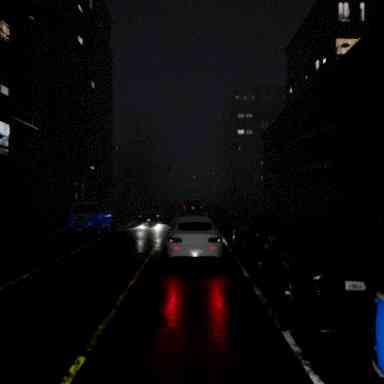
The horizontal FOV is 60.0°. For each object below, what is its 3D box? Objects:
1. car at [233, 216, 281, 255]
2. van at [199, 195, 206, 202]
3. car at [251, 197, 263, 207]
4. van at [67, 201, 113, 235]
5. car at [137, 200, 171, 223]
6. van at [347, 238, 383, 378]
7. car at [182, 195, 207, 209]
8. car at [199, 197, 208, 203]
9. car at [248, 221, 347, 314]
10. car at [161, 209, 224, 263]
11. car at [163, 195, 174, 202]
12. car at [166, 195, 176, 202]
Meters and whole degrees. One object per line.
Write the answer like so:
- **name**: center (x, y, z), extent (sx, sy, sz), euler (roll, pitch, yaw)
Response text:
- **car**: center (2.696, 1.606, 13.237), extent (1.947, 1.339, 4.313), euler (0, 0, 0)
- **van**: center (2.704, 1.677, 85.208), extent (1.690, 1.788, 3.998), euler (0, 0, 0)
- **car**: center (13.474, 1.822, 61.623), extent (5.009, 1.841, 2.192), euler (1, -1, -1)
- **van**: center (-5.683, 1.399, 18.898), extent (1.690, 1.788, 3.998), euler (0, 0, 0)
- **car**: center (-3.095, 1.631, 26.449), extent (2.033, 1.411, 5.357), euler (0, 0, 0)
- **van**: center (2.697, 1.347, 1.913), extent (1.690, 1.788, 3.998), euler (0, 0, 0)
- **car**: center (0.102, 1.456, 32.093), extent (2.097, 1.767, 4.553), euler (0, 0, 0)
- **car**: center (2.702, 1.852, 79.576), extent (1.887, 1.381, 4.507), euler (0, 0, 0)
- **car**: center (2.696, 1.589, 7.574), extent (1.947, 1.339, 4.313), euler (0, 0, 0)
- **car**: center (0.092, 1.562, 11.978), extent (1.812, 1.442, 4.674), euler (0, 0, 0)
- **car**: center (-5.678, 1.847, 73.947), extent (1.947, 1.339, 4.313), euler (0, 0, 0)
- **car**: center (-5.676, 1.680, 90.840), extent (2.192, 1.841, 5.009), euler (0, 0, 0)
